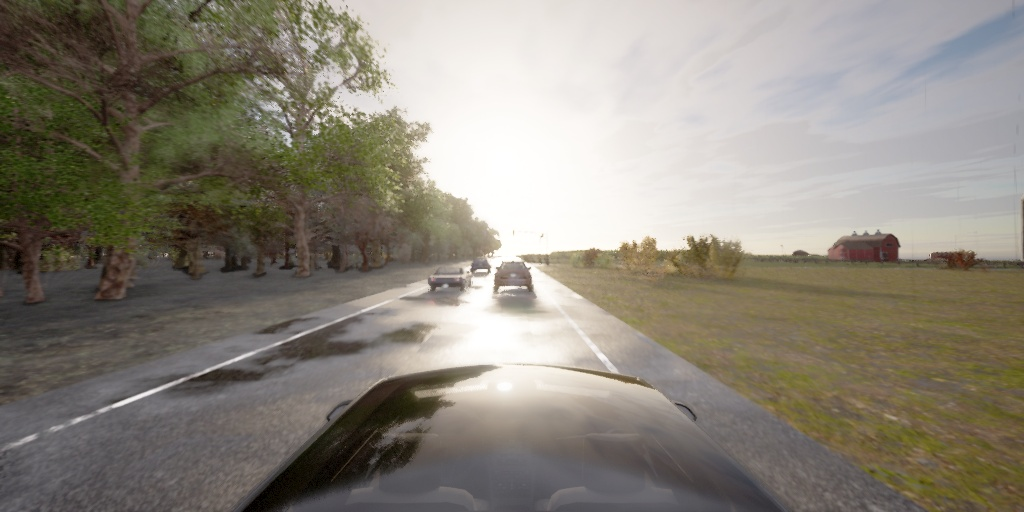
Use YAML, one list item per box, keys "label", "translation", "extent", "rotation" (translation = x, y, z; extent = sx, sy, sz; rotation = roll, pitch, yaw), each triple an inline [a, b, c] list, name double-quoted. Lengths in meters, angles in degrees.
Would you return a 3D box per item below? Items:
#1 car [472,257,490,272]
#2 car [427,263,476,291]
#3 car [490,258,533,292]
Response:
- label: "car"
  translation: [-3.379, 0.881, 40.700]
  extent: [2.097, 1.767, 4.553]
  rotation: [0, 1, 1]
- label: "car"
  translation: [-3.426, 1.246, 20.746]
  extent: [1.895, 1.301, 4.718]
  rotation: [0, 0, 0]
- label: "car"
  translation: [0.074, 0.996, 20.722]
  extent: [2.097, 1.767, 4.553]
  rotation: [0, 0, 0]
